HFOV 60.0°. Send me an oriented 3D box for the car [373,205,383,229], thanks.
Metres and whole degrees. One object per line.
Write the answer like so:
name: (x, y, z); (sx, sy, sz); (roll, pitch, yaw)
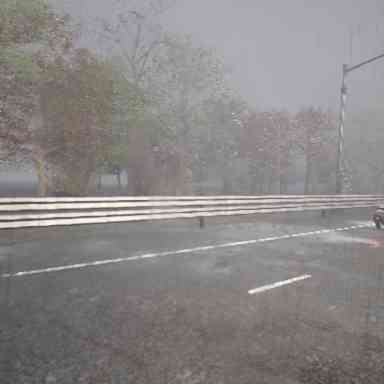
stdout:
car: (10.859, 1.124, 16.593); (4.902, 1.511, 2.128); (0, 3, -39)
